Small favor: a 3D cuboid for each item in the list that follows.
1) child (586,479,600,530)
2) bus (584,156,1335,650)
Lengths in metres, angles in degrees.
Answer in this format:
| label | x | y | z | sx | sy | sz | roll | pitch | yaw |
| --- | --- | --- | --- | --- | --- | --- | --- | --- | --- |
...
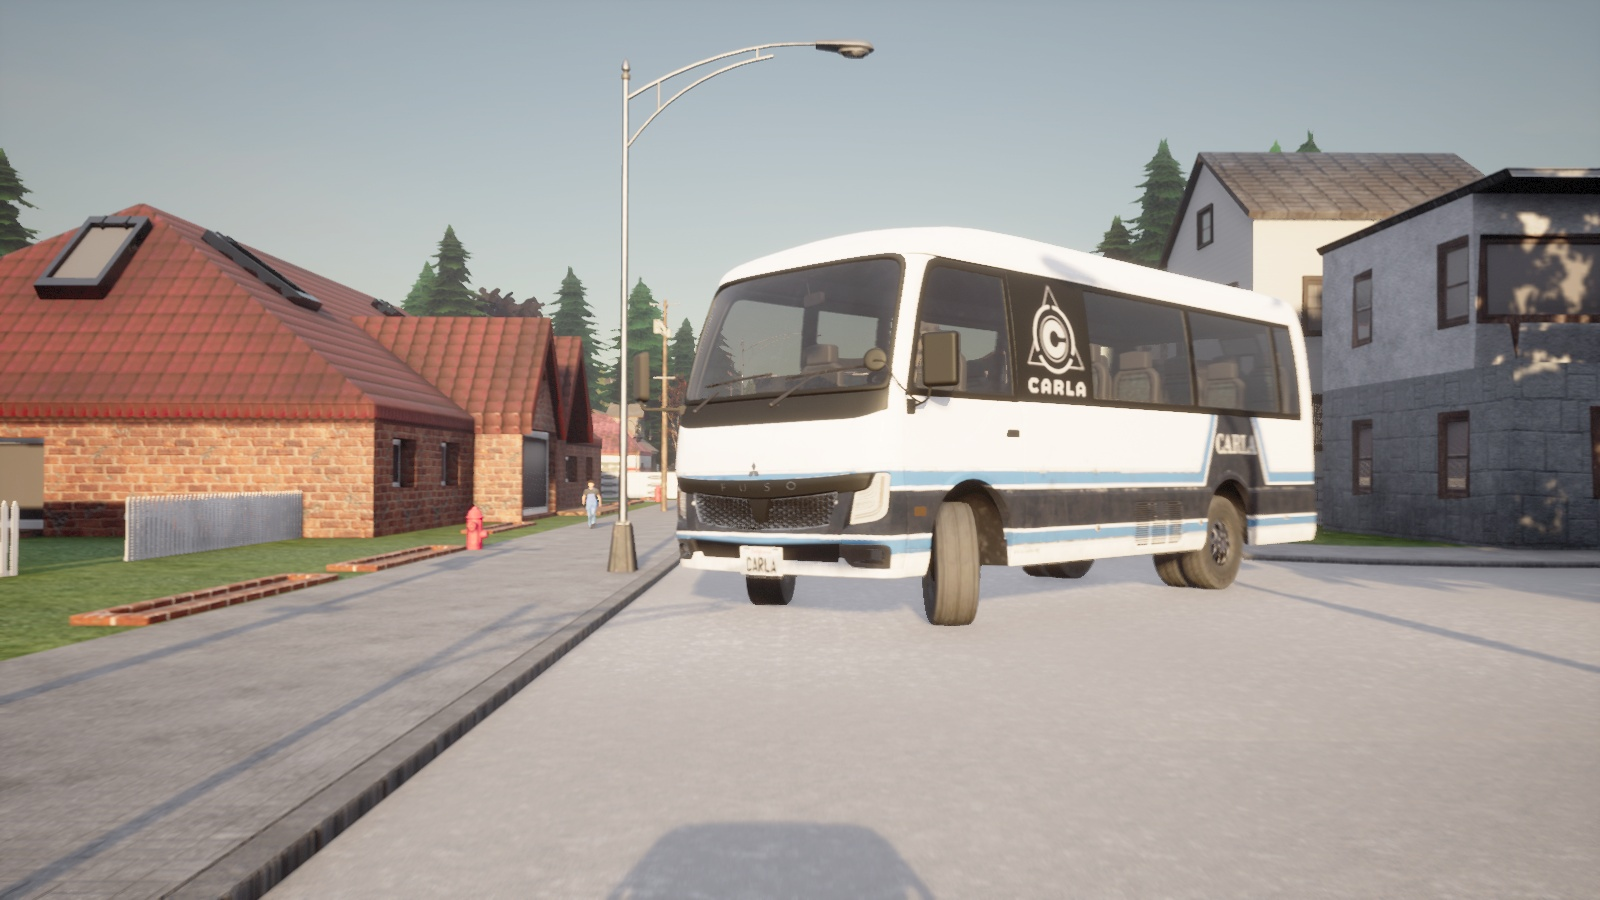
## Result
| label | x | y | z | sx | sy | sz | roll | pitch | yaw |
| --- | --- | --- | --- | --- | --- | --- | --- | --- | --- |
| child | -5.182 | 1.351 | 31.406 | 0.270 | 1.263 | 0.437 | 0 | -1 | -1 |
| bus | 2.692 | -0.307 | 15.855 | 3.944 | 4.253 | 10.273 | -3 | -2 | 44 |
